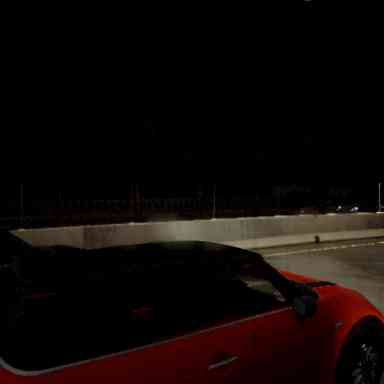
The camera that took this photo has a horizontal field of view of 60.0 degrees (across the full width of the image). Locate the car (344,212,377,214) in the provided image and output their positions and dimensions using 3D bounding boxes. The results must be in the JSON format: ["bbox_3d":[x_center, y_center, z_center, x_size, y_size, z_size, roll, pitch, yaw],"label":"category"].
[{"bbox_3d":[12.962,1.571,22.360,4.718,1.301,1.895,0,0,-22],"label":"car"}]

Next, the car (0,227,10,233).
[{"bbox_3d":[-3.470,1.330,5.396,4.553,1.767,2.097,0,0,-35],"label":"car"}]

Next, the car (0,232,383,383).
[{"bbox_3d":[0.123,1.342,3.617,4.553,1.767,2.097,0,0,-34],"label":"car"}]
